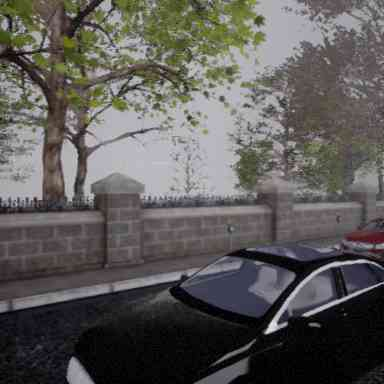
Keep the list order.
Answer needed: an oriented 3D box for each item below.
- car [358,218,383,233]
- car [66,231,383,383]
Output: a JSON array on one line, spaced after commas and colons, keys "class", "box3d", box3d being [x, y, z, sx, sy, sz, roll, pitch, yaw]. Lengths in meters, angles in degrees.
[{"class": "car", "box3d": [6.809, 1.557, 11.416, 4.206, 1.307, 1.802, 0, 0, -36]}, {"class": "car", "box3d": [1.037, 1.485, 4.120, 4.902, 1.511, 2.128, 0, 0, -36]}]
